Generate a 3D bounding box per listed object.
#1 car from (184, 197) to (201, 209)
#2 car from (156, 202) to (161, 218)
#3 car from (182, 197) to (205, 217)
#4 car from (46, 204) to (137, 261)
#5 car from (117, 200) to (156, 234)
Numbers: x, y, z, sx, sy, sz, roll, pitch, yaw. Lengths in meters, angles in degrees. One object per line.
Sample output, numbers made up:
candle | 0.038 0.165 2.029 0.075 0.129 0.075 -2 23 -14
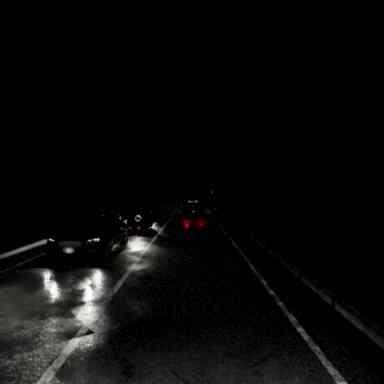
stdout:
car | 0.129 1.442 44.582 2.128 1.511 4.902 0 0 1
car | -3.516 1.355 25.303 2.128 1.511 4.902 0 0 1
car | 0.145 1.355 29.392 2.128 1.511 4.902 0 0 0
car | -3.577 1.425 12.122 2.128 1.511 4.902 0 0 0
car | -3.472 1.293 18.501 2.097 1.767 4.553 0 0 0
